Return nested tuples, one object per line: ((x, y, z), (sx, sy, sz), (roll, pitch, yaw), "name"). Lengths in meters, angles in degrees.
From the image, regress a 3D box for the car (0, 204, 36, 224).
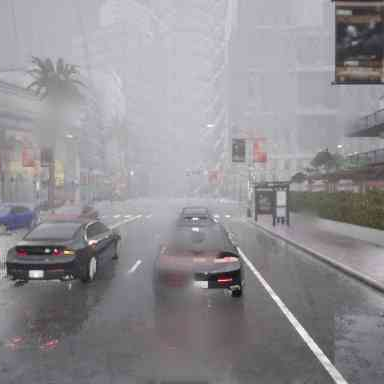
((-10.471, 1.477, 18.491), (1.882, 1.535, 5.008), (0, 0, 1), "car")

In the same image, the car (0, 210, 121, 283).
((-3.354, 1.506, 9.606), (1.837, 1.490, 4.892), (0, 0, 0), "car")

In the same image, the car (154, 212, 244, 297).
((0.145, 1.492, 8.544), (2.128, 1.511, 4.902), (0, 0, 0), "car")

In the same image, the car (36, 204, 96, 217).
((-6.955, 1.477, 19.626), (1.882, 1.535, 5.008), (0, 0, 1), "car")

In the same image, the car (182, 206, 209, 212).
((0.174, 1.505, 17.962), (1.837, 1.490, 4.892), (0, 0, 0), "car")
